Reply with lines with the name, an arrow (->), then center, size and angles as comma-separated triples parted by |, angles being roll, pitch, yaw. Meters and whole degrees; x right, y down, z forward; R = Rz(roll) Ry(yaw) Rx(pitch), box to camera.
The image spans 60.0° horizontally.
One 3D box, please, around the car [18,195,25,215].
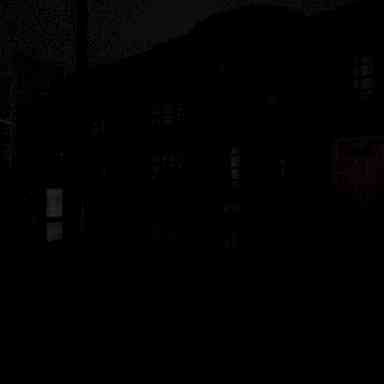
car -> -14.850, 1.241, 28.774 | 2.150, 2.045, 5.566 | 0, 0, 35
